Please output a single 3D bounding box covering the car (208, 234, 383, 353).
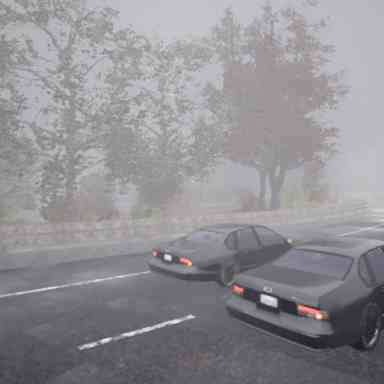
[{"bbox_3d":[3.026,1.572,6.247,5.357,1.411,2.033,0,0,-39],"label":"car"}]

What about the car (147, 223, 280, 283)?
[{"bbox_3d":[1.372,1.588,9.403,5.357,1.411,2.033,0,0,-40],"label":"car"}]
